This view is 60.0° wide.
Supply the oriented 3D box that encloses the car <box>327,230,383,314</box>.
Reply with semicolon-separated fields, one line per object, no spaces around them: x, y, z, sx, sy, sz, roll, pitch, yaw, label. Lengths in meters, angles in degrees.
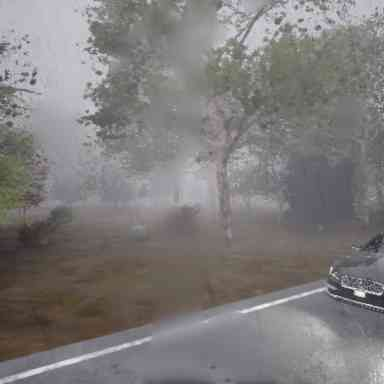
4.888;1.523;7.174;4.892;1.490;1.837;0;0;-36;car
